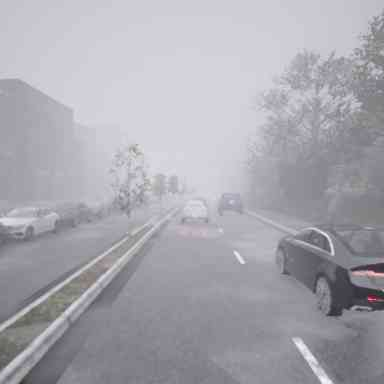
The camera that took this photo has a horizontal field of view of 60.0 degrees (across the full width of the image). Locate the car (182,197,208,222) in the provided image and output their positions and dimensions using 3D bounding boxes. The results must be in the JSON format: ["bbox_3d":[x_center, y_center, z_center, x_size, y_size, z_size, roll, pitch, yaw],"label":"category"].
[{"bbox_3d":[0.244,1.389,24.834,1.812,1.442,4.674,0,0,1],"label":"car"}]

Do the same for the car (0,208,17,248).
[{"bbox_3d":[-7.986,1.460,10.530,2.163,1.488,4.792,0,0,0],"label":"car"}]

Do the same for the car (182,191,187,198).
[{"bbox_3d":[-3.827,0.494,88.051,2.435,2.045,5.566,0,1,10],"label":"car"}]

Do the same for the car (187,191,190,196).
[{"bbox_3d":[-2.894,0.676,93.383,1.946,1.575,5.366,0,1,11],"label":"car"}]

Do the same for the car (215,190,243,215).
[{"bbox_3d":[3.595,1.040,31.930,2.150,2.045,5.566,0,0,2],"label":"car"}]

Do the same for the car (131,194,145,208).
[{"bbox_3d":[-7.773,1.190,43.744,2.097,1.535,5.008,0,1,1],"label":"car"}]

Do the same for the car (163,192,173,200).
[{"bbox_3d":[-6.136,0.920,71.342,1.946,1.575,5.366,0,1,7],"label":"car"}]

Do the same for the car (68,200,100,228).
[{"bbox_3d":[-7.915,1.389,21.625,2.163,1.488,4.792,0,0,0],"label":"car"}]

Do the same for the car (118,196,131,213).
[{"bbox_3d":[-7.844,1.280,32.752,2.231,1.521,4.892,0,0,0],"label":"car"}]

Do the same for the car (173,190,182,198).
[{"bbox_3d":[-4.710,0.809,82.577,2.231,1.521,4.892,0,1,9],"label":"car"}]

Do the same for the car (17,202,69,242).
[{"bbox_3d":[-7.952,1.436,16.109,2.002,1.452,4.674,0,0,0],"label":"car"}]

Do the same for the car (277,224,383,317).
[{"bbox_3d":[3.255,1.455,7.342,2.128,1.511,4.902,0,0,0],"label":"car"}]

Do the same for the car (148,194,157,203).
[{"bbox_3d":[-7.523,1.132,53.339,2.163,1.488,4.792,0,1,3],"label":"car"}]

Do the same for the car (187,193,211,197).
[{"bbox_3d":[0.932,1.232,41.752,2.128,1.511,4.902,0,0,3],"label":"car"}]

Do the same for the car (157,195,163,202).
[{"bbox_3d":[-7.108,1.030,60.368,1.946,1.575,5.366,0,1,5],"label":"car"}]

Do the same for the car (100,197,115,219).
[{"bbox_3d":[-7.880,1.361,27.202,2.002,1.452,4.674,0,0,0],"label":"car"}]
